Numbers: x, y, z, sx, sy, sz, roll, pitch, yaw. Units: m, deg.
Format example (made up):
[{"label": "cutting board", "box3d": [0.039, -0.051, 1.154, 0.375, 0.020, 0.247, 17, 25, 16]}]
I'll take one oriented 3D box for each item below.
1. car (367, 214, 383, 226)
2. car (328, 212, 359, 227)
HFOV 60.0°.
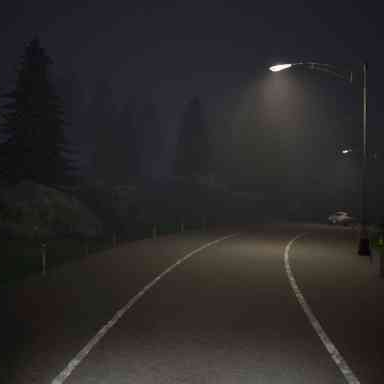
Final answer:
[{"label": "car", "box3d": [24.224, 3.563, 42.278, 4.902, 1.511, 2.128, 5, -2, -33]}, {"label": "car", "box3d": [16.455, 2.959, 36.069, 4.674, 1.442, 1.812, 5, -3, -43]}]
